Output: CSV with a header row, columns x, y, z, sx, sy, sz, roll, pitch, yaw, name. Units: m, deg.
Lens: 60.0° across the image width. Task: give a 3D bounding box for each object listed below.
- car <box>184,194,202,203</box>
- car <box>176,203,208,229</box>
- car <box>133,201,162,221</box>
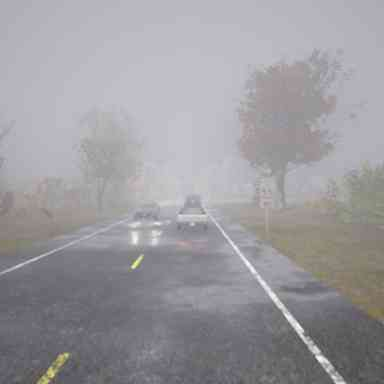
x,y,z,sx,sy,sz,roll,pitch,yaw,name
0.088,1.270,43.515,2.150,2.045,5.566,0,0,0,car
0.034,1.604,21.518,1.895,1.301,4.718,0,0,0,car
-3.564,1.517,27.287,1.837,1.490,4.892,0,-1,0,car
